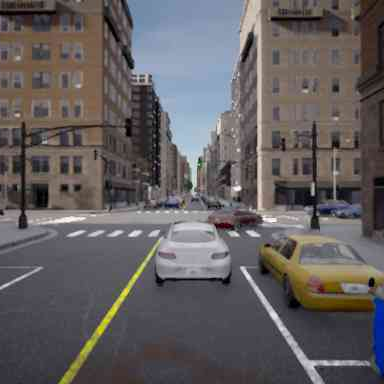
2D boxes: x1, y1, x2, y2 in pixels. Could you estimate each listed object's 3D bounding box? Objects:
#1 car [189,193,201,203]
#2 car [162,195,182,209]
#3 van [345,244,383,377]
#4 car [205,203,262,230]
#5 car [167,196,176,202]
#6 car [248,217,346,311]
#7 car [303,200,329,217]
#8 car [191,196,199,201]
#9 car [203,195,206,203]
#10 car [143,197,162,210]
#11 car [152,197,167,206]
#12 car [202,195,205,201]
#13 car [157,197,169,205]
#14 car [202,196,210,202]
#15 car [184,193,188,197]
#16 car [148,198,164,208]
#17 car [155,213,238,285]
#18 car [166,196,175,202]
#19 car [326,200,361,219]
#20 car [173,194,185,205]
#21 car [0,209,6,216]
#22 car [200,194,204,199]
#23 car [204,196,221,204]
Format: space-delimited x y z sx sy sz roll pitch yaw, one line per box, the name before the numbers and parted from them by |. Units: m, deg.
car | 0.700 1.653 76.339 1.812 1.442 4.674 0 0 1
car | -2.765 1.561 46.681 1.882 1.535 5.008 0 0 0
van | 2.677 1.345 1.910 1.690 1.788 3.998 1 0 0
car | 2.793 1.602 21.046 1.994 1.385 4.181 -1 0 40
car | -5.053 1.707 84.053 1.947 1.339 4.313 1 0 1
car | 2.674 1.540 7.753 1.752 1.417 4.829 1 0 0
car | 13.551 1.561 33.284 4.553 1.767 2.097 0 -1 0
car | 0.828 1.683 86.480 2.033 1.411 5.357 0 0 1
car | 3.053 1.634 50.777 1.887 1.381 4.507 1 0 1
car | -5.542 1.664 45.351 1.802 1.307 4.206 1 0 1
car | -5.402 1.650 56.408 2.008 1.369 4.403 1 0 1
car | 3.123 1.649 56.307 2.008 1.369 4.403 1 0 1
car | -5.332 1.653 61.937 1.887 1.381 4.507 1 0 1
car | 3.472 1.690 83.959 2.008 1.369 4.403 1 0 1
car | -2.424 1.467 66.469 2.097 1.767 4.553 0 0 1
car | -5.472 1.656 50.879 1.947 1.339 4.313 1 0 1
car | 0.020 1.543 9.457 1.812 1.442 4.674 0 0 0
car | -5.124 1.658 78.354 1.752 1.417 4.829 1 0 1
car | 15.429 1.731 30.020 5.357 1.411 2.033 0 -1 0
car | -2.617 1.577 56.341 1.882 1.535 5.008 0 0 1
car | -18.099 1.456 26.790 5.357 1.411 2.033 0 -1 0
car | 3.332 1.689 72.898 1.947 1.339 4.313 1 0 1
car | 2.983 1.646 45.247 1.947 1.339 4.313 1 0 1
